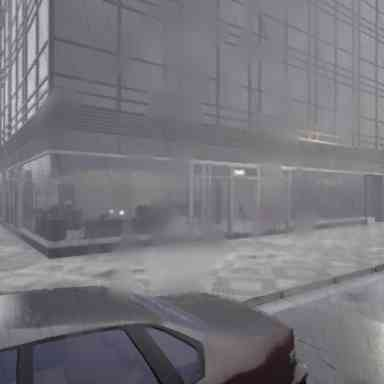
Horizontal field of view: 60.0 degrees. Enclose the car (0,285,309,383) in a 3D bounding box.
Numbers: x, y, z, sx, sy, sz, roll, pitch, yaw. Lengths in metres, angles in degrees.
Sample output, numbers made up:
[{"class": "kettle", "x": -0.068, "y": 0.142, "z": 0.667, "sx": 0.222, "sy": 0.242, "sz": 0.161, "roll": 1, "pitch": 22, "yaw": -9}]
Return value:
[{"class": "car", "x": -1.443, "y": 1.548, "z": 2.340, "sx": 5.357, "sy": 1.411, "sz": 2.033, "roll": 0, "pitch": 0, "yaw": -35}]
